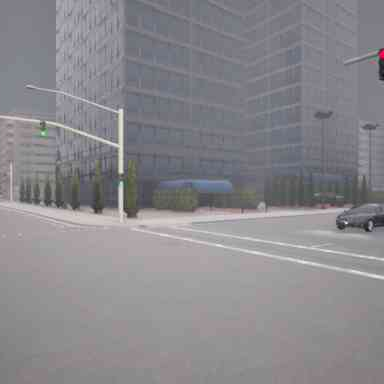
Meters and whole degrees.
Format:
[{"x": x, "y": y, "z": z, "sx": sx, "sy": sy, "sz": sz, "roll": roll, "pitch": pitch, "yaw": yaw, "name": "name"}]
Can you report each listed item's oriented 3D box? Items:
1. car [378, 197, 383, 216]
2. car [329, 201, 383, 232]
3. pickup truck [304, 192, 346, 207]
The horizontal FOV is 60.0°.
[{"x": 19.728, "y": 1.353, "z": 31.449, "sx": 4.553, "sy": 1.767, "sz": 2.097, "roll": 0, "pitch": 0, "yaw": -37, "name": "car"}, {"x": 10.631, "y": 1.505, "z": 20.222, "sx": 4.892, "sy": 1.490, "sz": 1.837, "roll": 0, "pitch": 0, "yaw": -37, "name": "car"}, {"x": 18.286, "y": 1.059, "z": 46.673, "sx": 6.274, "sy": 2.098, "sz": 2.390, "roll": 0, "pitch": 0, "yaw": -6, "name": "pickup truck"}]
